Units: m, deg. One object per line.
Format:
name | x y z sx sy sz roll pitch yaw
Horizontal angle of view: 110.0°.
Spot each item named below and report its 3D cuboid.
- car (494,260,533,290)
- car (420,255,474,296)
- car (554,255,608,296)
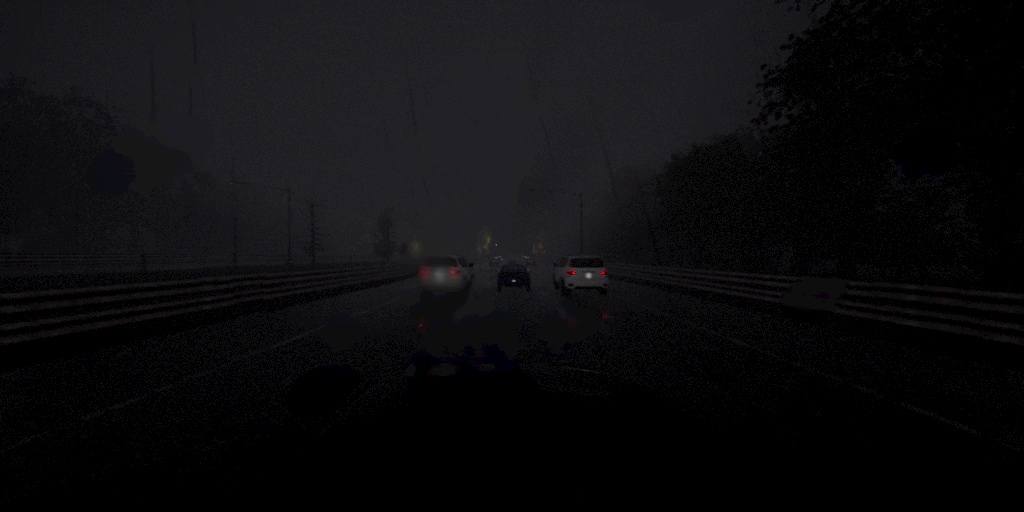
car | 0.099 1.223 22.261 1.882 1.535 5.008 0 0 0
car | -3.403 0.968 19.580 2.150 2.045 5.566 0 0 0
car | 3.597 0.969 19.516 2.150 2.045 5.566 0 0 0
